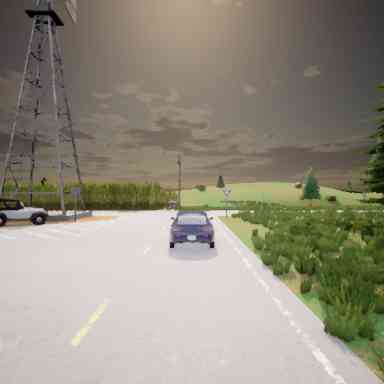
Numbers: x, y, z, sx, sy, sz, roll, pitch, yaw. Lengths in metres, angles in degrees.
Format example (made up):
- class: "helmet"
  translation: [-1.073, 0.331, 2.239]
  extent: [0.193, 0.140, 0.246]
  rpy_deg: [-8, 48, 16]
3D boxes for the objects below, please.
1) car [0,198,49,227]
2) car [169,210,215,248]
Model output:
- class: "car"
  translation: [-11.898, 1.355, 22.596]
  extent: [3.866, 1.878, 1.905]
  rpy_deg: [0, 0, -31]
- class: "car"
  translation: [0.000, 1.532, 14.650]
  extent: [1.812, 1.442, 4.674]
  rpy_deg: [0, 0, 0]
